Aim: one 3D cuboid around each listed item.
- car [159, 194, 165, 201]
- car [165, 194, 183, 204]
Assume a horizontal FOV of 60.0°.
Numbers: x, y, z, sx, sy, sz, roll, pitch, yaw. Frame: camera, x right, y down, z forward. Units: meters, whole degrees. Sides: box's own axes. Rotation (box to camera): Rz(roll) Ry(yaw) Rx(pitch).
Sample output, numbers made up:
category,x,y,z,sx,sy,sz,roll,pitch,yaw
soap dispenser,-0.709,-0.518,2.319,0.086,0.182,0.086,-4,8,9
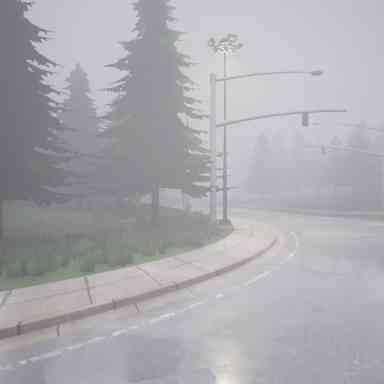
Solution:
category,x,y,z,sx,sy,sz,roll,pitch,yaw
car,-7.033,1.185,75.158,2.150,2.045,5.566,0,0,-21
car,-3.165,1.547,65.415,2.033,1.411,5.357,0,0,-21
